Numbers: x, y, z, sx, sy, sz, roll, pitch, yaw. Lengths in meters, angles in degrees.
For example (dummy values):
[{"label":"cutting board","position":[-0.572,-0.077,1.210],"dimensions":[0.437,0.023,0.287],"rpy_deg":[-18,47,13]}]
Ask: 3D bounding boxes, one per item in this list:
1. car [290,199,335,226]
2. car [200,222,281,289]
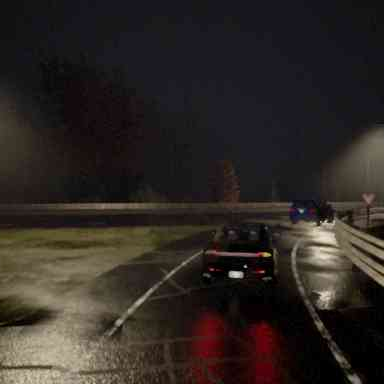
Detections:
[{"label":"car","position":[9.687,1.546,26.592],"dimensions":[2.150,2.045,5.566],"rpy_deg":[-1,-1,37]},{"label":"car","position":[1.503,1.606,9.618],"dimensions":[2.128,1.511,4.902],"rpy_deg":[0,-1,13]}]
